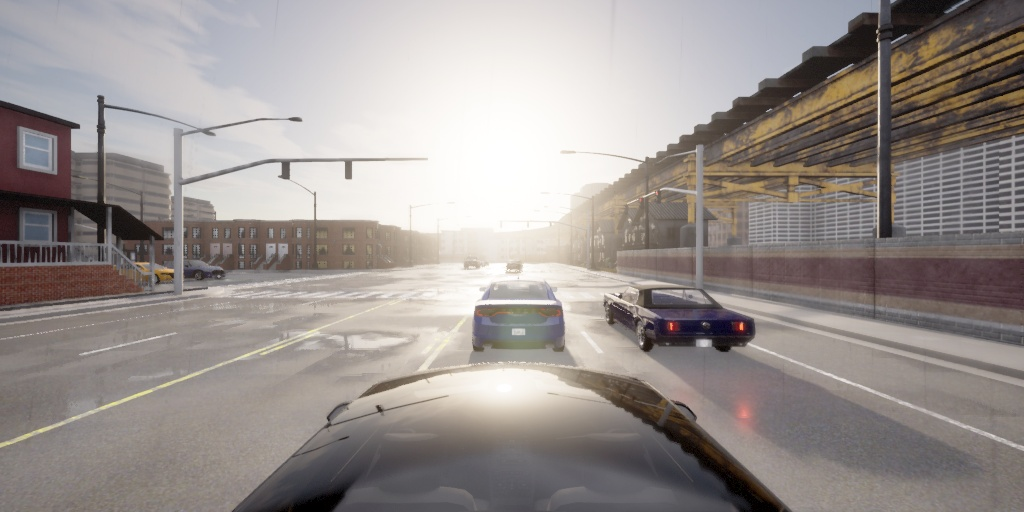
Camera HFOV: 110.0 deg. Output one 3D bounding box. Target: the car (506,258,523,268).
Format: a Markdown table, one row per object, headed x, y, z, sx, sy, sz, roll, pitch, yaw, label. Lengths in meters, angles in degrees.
| x | y | z | sx | sy | sz | roll | pitch | yaw | label |
| --- | --- | --- | --- | --- | --- | --- | --- | --- | --- |
| 0.320 | 1.241 | 47.482 | 2.128 | 1.511 | 4.902 | 0 | 0 | 7 | car |

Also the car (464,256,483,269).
| x | y | z | sx | sy | sz | roll | pitch | yaw | label |
| --- | --- | --- | --- | --- | --- | --- | --- | --- | --- |
| -6.348 | 0.971 | 57.603 | 2.150 | 2.045 | 5.566 | 0 | 0 | 1 | car |

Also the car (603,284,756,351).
| x | y | z | sx | sy | sz | roll | pitch | yaw | label |
| --- | --- | --- | --- | --- | --- | --- | --- | --- | --- |
| 3.658 | 1.351 | 8.955 | 1.895 | 1.301 | 4.718 | 0 | 0 | 1 | car |

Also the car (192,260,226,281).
| x | y | z | sx | sy | sz | roll | pitch | yaw | label |
| --- | --- | --- | --- | --- | --- | --- | --- | --- | --- |
| -26.669 | 1.102 | 29.923 | 4.553 | 1.767 | 2.097 | 0 | 0 | 1 | car |

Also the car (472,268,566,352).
| x | y | z | sx | sy | sz | roll | pitch | yaw | label |
| --- | --- | --- | --- | --- | --- | --- | --- | --- | --- |
| 0.159 | 1.228 | 8.995 | 1.882 | 1.535 | 5.008 | 0 | 0 | 1 | car |

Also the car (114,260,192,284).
| x | y | z | sx | sy | sz | roll | pitch | yaw | label |
| --- | --- | --- | --- | --- | --- | --- | --- | --- | --- |
| -27.095 | 1.228 | 26.423 | 5.008 | 1.535 | 1.882 | 0 | 0 | 0 | car |
